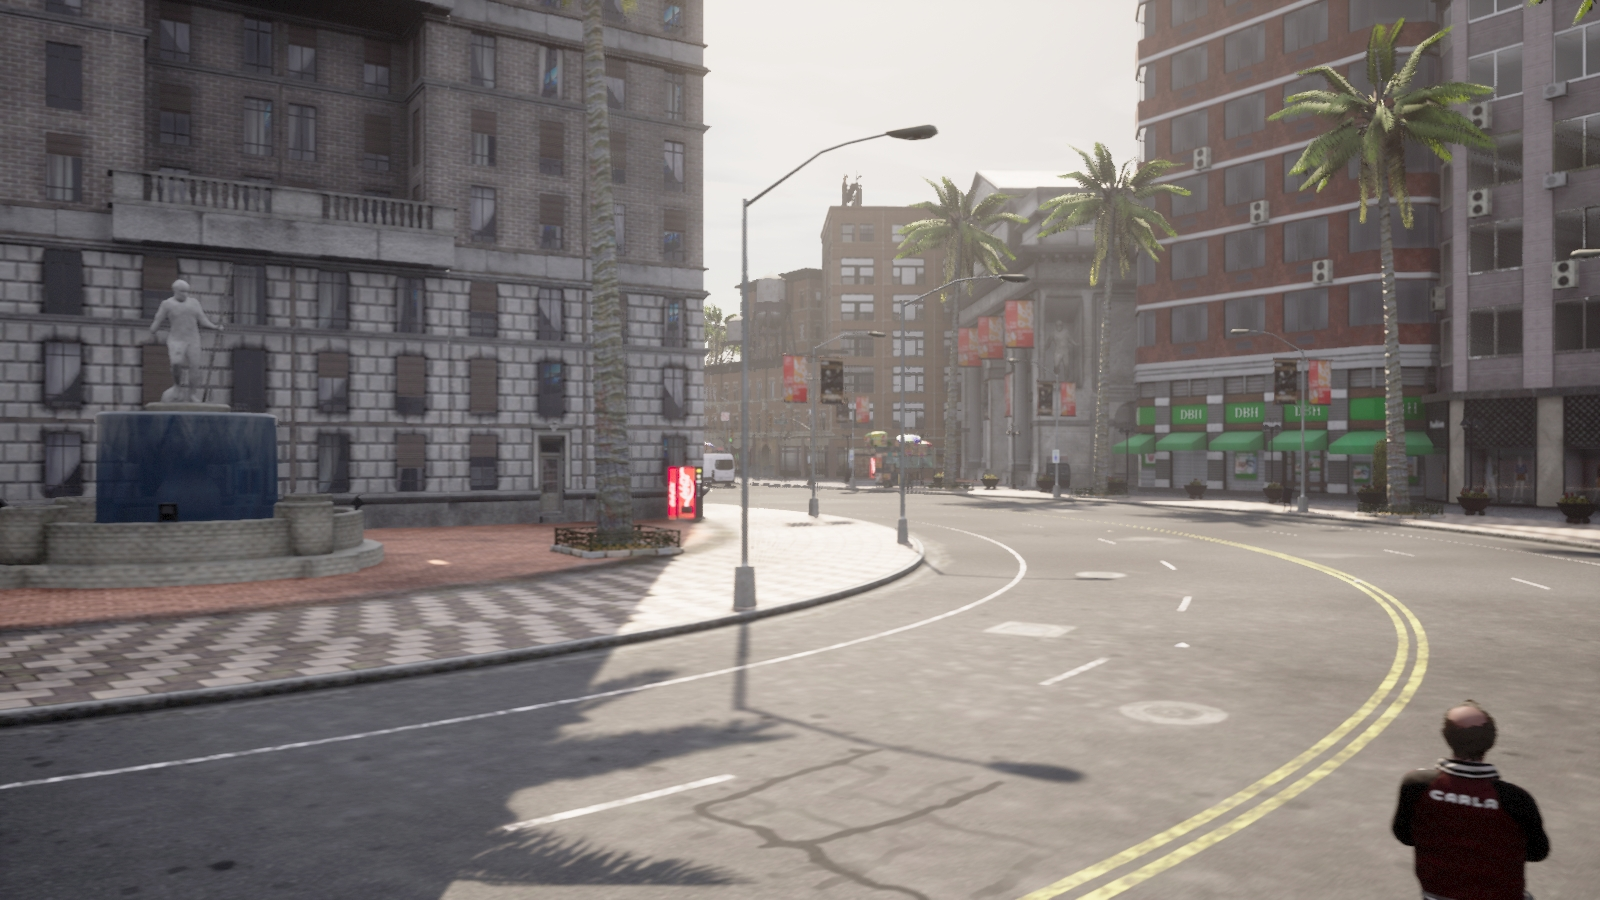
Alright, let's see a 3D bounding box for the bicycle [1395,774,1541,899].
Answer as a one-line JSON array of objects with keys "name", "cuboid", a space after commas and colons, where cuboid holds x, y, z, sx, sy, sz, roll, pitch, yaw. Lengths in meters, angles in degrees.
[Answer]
[{"name": "bicycle", "cuboid": [2.899, 2.212, 4.886, 0.329, 1.171, 1.835, 0, 0, 37]}]
